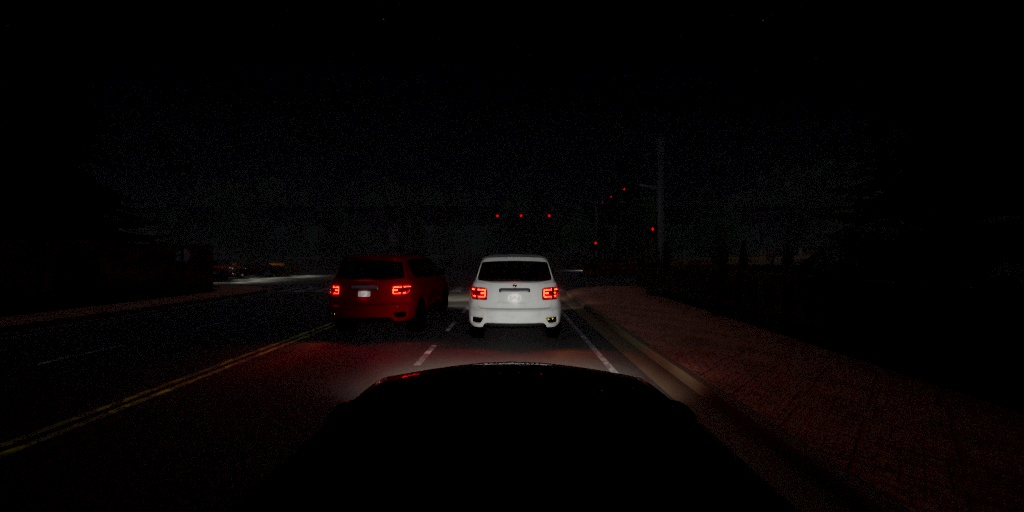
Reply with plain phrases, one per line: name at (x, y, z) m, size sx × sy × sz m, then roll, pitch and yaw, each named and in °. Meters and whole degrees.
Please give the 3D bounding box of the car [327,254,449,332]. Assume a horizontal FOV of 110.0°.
car at (-3.418, 0.971, 10.994) m, size 2.150 × 2.045 × 5.566 m, roll 0°, pitch 0°, yaw 0°

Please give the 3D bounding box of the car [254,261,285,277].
car at (-24.948, 1.225, 35.114) m, size 5.008 × 1.535 × 1.882 m, roll 0°, pitch 0°, yaw 0°

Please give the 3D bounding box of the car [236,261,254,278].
car at (-26.010, 1.099, 31.624) m, size 4.553 × 1.767 × 2.097 m, roll 0°, pitch 0°, yaw 0°

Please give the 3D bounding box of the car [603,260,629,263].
car at (13.595, 1.250, 49.047) m, size 4.892 × 1.490 × 1.837 m, roll 0°, pitch 0°, yaw 0°

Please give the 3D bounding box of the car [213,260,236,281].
car at (-25.071, 1.225, 28.115) m, size 5.008 × 1.535 × 1.882 m, roll 0°, pitch 0°, yaw 0°

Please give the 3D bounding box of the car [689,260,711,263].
car at (25.392, 1.293, 48.972) m, size 5.357 × 1.411 × 2.033 m, roll 0°, pitch 0°, yaw 0°

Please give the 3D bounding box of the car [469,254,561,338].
car at (0.081, 0.971, 10.312) m, size 2.150 × 2.045 × 5.566 m, roll 0°, pitch 0°, yaw 1°

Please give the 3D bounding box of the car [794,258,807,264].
car at (39.893, 1.035, 48.918) m, size 4.892 × 1.490 × 1.837 m, roll -2°, pitch 0°, yaw 0°
